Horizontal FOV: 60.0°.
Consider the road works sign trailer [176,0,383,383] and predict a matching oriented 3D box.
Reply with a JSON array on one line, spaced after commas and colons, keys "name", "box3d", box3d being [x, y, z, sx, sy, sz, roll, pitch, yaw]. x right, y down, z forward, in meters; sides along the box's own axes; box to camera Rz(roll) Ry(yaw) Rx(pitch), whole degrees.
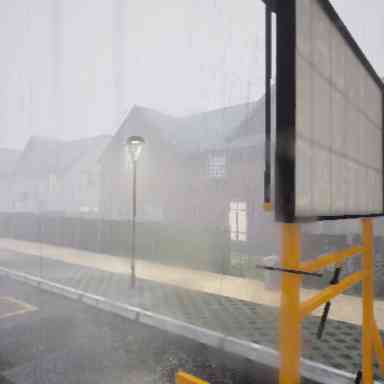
[{"name": "road works sign trailer", "box3d": [0.987, 0.600, 2.599, 2.880, 3.560, 2.380, -1, -3, 39]}]
